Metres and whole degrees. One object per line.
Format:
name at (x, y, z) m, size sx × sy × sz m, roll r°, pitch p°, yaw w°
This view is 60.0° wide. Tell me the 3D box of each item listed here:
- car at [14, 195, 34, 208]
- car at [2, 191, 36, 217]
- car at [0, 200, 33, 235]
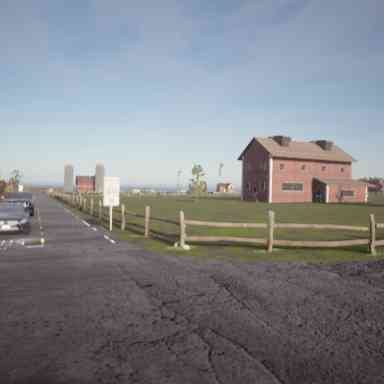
car at (-20.355, 1.149, 40.514) m, size 1.994 × 1.385 × 4.181 m, roll 1°, pitch 0°, yaw -24°
car at (-14.159, 0.930, 27.295) m, size 2.150 × 2.045 × 5.566 m, roll 1°, pitch 0°, yaw -26°
car at (-9.431, 1.328, 17.251) m, size 1.812 × 1.442 × 4.674 m, roll 1°, pitch 0°, yaw -25°
